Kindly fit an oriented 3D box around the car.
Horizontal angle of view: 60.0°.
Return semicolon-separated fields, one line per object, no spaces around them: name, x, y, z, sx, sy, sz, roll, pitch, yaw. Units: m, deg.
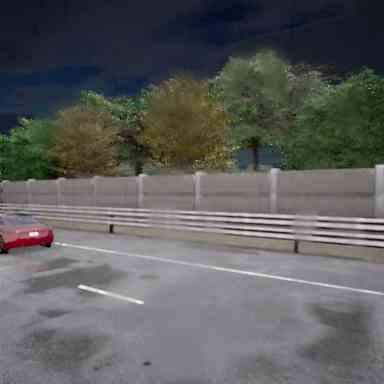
car;-7.512;1.551;13.557;4.181;1.385;1.994;0;0;36
